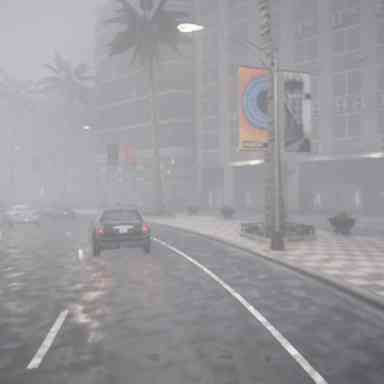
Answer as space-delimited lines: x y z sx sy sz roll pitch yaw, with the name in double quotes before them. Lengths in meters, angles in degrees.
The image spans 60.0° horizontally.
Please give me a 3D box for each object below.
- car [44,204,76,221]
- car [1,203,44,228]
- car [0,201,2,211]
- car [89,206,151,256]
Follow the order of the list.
"car" -11.567 1.700 28.548 1.994 1.385 4.181 0 0 -39
"car" -12.248 1.664 23.834 1.812 1.442 4.674 0 0 -35
"car" -24.031 1.769 39.672 4.892 1.490 1.837 -1 0 37
"car" -3.118 1.394 13.762 2.097 1.767 4.553 -1 0 -19
